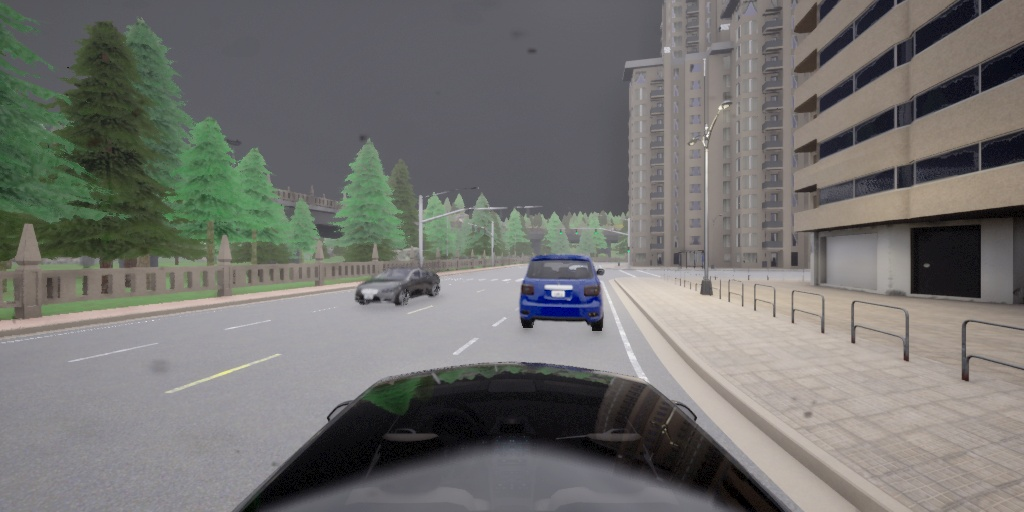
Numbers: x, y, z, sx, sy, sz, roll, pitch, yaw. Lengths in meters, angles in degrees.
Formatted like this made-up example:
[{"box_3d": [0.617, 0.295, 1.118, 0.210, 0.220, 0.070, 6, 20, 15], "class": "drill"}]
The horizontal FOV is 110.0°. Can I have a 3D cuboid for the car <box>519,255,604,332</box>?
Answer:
[{"box_3d": [1.648, 0.976, 11.121, 2.150, 2.045, 5.566, 0, 0, 12], "class": "car"}]

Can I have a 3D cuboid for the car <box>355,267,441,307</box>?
[{"box_3d": [-4.758, 1.242, 15.641, 2.128, 1.511, 4.902, 0, 0, 13], "class": "car"}]
